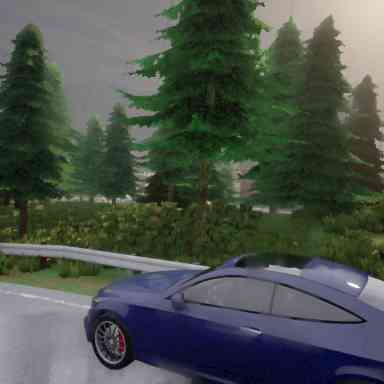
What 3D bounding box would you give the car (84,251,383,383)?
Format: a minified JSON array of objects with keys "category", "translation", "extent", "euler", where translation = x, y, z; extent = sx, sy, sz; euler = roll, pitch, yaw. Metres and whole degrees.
[{"category":"car","translation":[0.771,1.499,4.088],"extent":[4.674,1.442,1.812],"euler":[1,1,31]}]
